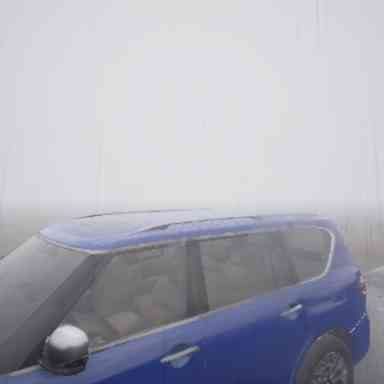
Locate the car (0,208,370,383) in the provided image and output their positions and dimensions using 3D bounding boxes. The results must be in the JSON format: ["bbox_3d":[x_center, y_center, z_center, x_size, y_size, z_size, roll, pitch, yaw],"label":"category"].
[{"bbox_3d":[-0.597,1.226,3.000,5.566,2.045,2.150,0,0,-36],"label":"car"}]
